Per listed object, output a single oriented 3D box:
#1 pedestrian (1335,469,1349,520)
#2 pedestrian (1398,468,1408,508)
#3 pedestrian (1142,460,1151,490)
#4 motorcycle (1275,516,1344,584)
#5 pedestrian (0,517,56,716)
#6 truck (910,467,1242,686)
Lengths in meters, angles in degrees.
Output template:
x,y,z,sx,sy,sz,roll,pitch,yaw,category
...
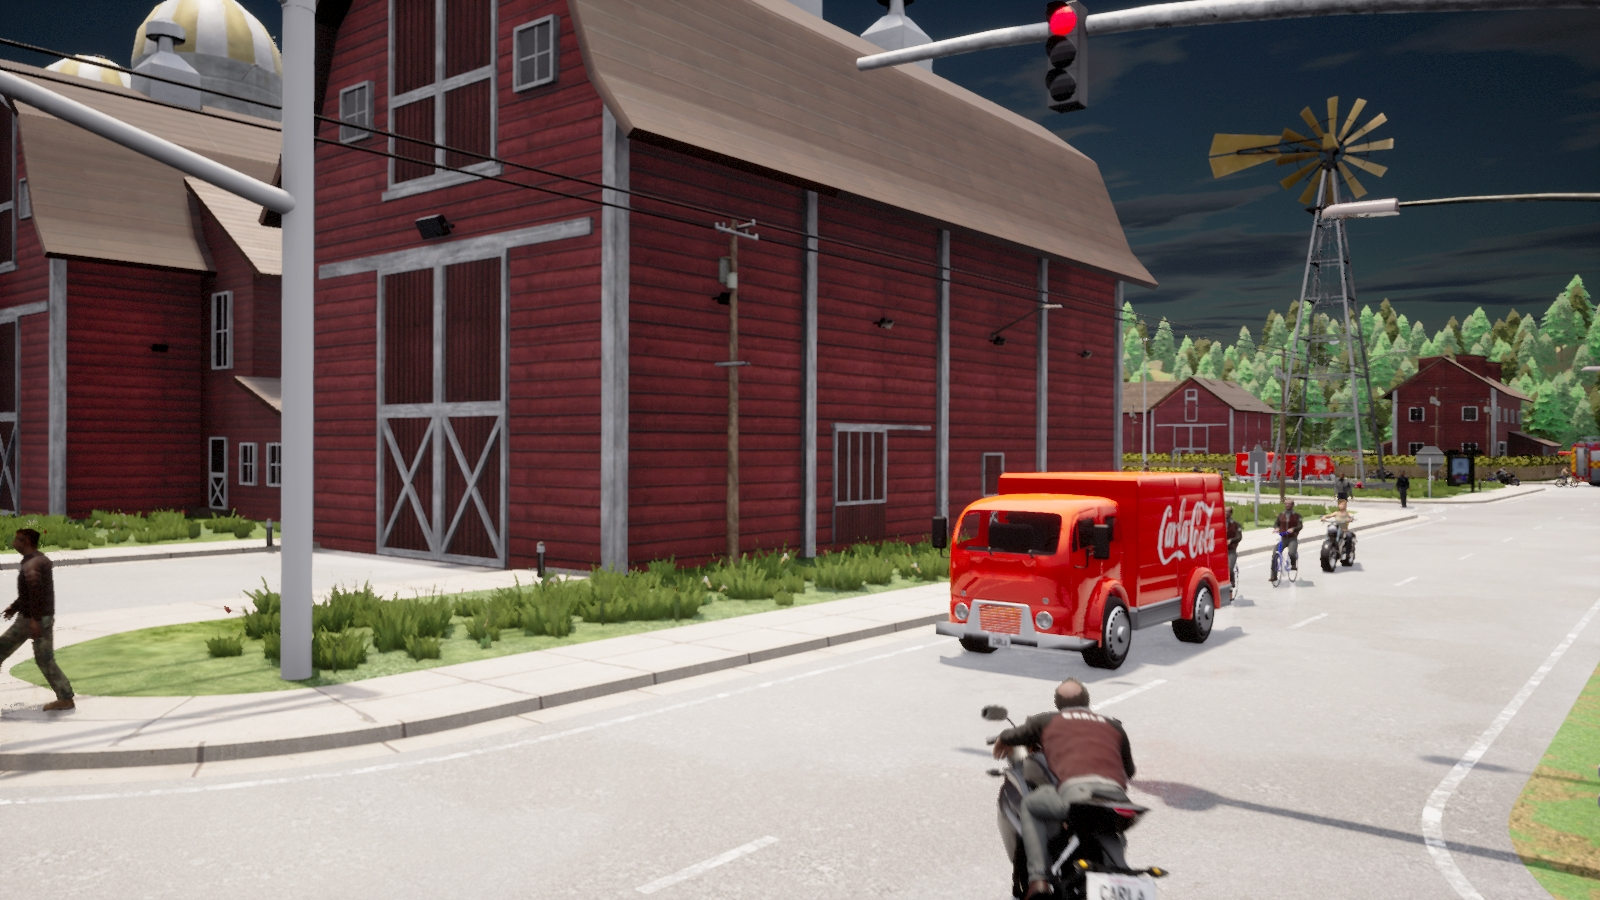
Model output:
x,y,z,sx,sy,sz,roll,pitch,yaw,category
20.007,1.651,42.141,0.375,1.860,0.375,0,0,39,pedestrian
28.591,1.805,54.135,0.375,1.860,0.375,0,0,34,pedestrian
21.939,1.563,72.291,0.375,1.860,0.375,0,0,-31,pedestrian
11.124,2.136,24.903,0.764,1.277,2.356,0,0,39,motorcycle
-7.490,1.593,11.050,0.375,1.860,0.375,0,0,-13,pedestrian
4.110,1.528,16.260,2.627,2.467,5.204,0,0,39,truck
